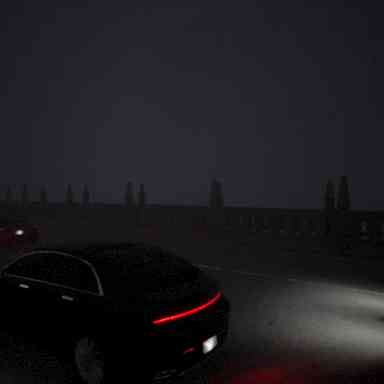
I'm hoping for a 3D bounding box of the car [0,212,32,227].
[{"bbox_3d":[-8.456,1.571,14.326,4.181,1.385,1.994,0,0,36],"label":"car"}]

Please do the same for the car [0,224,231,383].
[{"bbox_3d":[-1.760,1.506,5.248,4.892,1.490,1.837,0,0,36],"label":"car"}]
